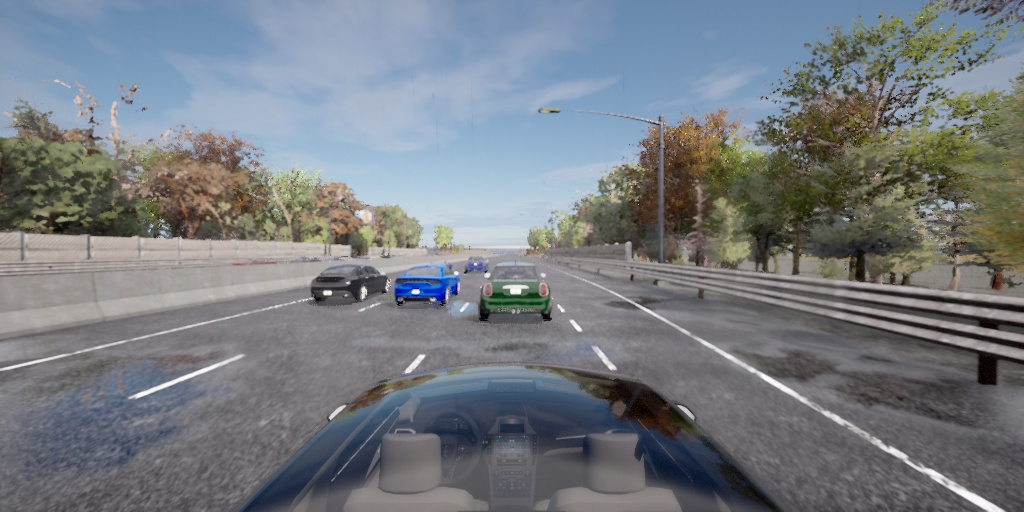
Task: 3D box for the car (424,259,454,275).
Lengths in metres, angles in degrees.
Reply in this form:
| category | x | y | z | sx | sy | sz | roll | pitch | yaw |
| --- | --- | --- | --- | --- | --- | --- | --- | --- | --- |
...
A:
| category | x | y | z | sx | sy | sz | roll | pitch | yaw |
| --- | --- | --- | --- | --- | --- | --- | --- | --- | --- |
| car | -6.879 | 1.028 | 34.348 | 1.895 | 1.301 | 4.718 | 0 | 1 | 0 |

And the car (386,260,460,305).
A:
| category | x | y | z | sx | sy | sz | roll | pitch | yaw |
| --- | --- | --- | --- | --- | --- | --- | --- | --- | --- |
| car | -3.392 | 1.091 | 15.126 | 1.882 | 1.535 | 5.008 | 0 | 1 | 0 |

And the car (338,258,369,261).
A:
| category | x | y | z | sx | sy | sz | roll | pitch | yaw |
| --- | --- | --- | --- | --- | --- | --- | --- | --- | --- |
| car | -17.566 | 0.908 | 41.529 | 2.033 | 1.411 | 5.357 | 0 | 0 | 0 |

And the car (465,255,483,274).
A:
| category | x | y | z | sx | sy | sz | roll | pitch | yaw |
| --- | --- | --- | --- | --- | --- | --- | --- | --- | --- |
| car | -3.381 | 0.769 | 35.552 | 2.097 | 1.767 | 4.553 | 0 | 1 | 0 |

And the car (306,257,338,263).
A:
| category | x | y | z | sx | sy | sz | roll | pitch | yaw |
| --- | --- | --- | --- | --- | --- | --- | --- | --- | --- |
| car | -21.065 | 0.908 | 41.583 | 2.033 | 1.411 | 5.357 | 0 | 0 | 0 |

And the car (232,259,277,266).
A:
| category | x | y | z | sx | sy | sz | roll | pitch | yaw |
| --- | --- | --- | --- | --- | --- | --- | --- | --- | --- |
| car | -28.069 | 0.983 | 39.170 | 1.895 | 1.301 | 4.718 | 0 | 1 | 0 |

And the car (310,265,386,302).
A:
| category | x | y | z | sx | sy | sz | roll | pitch | yaw |
| --- | --- | --- | --- | --- | --- | --- | --- | --- | --- |
| car | -6.892 | 1.110 | 15.829 | 1.837 | 1.490 | 4.892 | 0 | 1 | 0 |

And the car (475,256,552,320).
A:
| category | x | y | z | sx | sy | sz | roll | pitch | yaw |
| --- | --- | --- | --- | --- | --- | --- | --- | --- | --- |
| car | 0.106 | 0.993 | 12.177 | 2.097 | 1.767 | 4.553 | 0 | 0 | 0 |

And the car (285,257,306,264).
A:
| category | x | y | z | sx | sy | sz | roll | pitch | yaw |
| --- | --- | --- | --- | --- | --- | --- | --- | --- | --- |
| car | -24.558 | 0.847 | 42.140 | 2.128 | 1.511 | 4.902 | 0 | 0 | 0 |
